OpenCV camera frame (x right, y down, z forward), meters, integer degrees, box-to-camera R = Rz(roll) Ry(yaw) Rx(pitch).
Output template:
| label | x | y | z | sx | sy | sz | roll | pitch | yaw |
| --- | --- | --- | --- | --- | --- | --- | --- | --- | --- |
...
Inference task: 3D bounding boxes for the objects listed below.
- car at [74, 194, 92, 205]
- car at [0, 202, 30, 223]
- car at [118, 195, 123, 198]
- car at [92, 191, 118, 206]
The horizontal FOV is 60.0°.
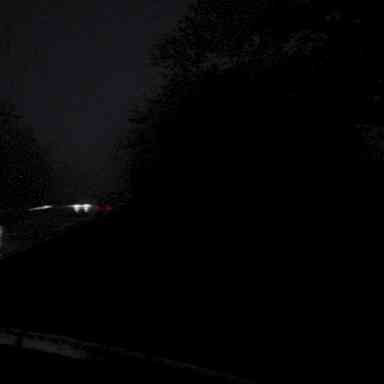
| label | x | y | z | sx | sy | sz | roll | pitch | yaw |
| --- | --- | --- | --- | --- | --- | --- | --- | --- | --- |
| car | -15.037 | 1.017 | 46.541 | 1.994 | 1.385 | 4.181 | -1 | 1 | -4 |
| car | -13.221 | 1.380 | 23.275 | 1.895 | 1.301 | 4.718 | -1 | 1 | -5 |
| car | -12.072 | 0.675 | 53.214 | 2.097 | 1.767 | 4.553 | -1 | 1 | -5 |
| car | -11.200 | 0.988 | 43.254 | 1.812 | 1.442 | 4.674 | -1 | 1 | -4 |
